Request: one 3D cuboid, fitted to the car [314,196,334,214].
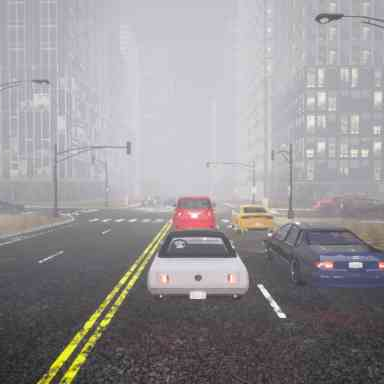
[{"bbox_3d":[16.439,1.332,36.515,5.566,2.045,2.150,1,1,1],"label":"car"}]

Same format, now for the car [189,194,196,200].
[{"bbox_3d":[0.098,1.430,91.955,1.812,1.442,4.674,0,0,0],"label":"car"}]

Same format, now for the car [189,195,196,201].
[{"bbox_3d":[0.087,1.446,82.154,1.812,1.442,4.674,0,0,0],"label":"car"}]

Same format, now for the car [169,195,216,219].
[{"bbox_3d":[0.119,1.211,18.059,2.150,2.045,5.566,0,0,0],"label":"car"}]

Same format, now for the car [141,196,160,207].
[{"bbox_3d":[-6.541,1.454,50.715,2.128,1.511,4.902,0,0,0],"label":"car"}]

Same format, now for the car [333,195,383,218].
[{"bbox_3d":[16.234,1.517,30.731,5.009,1.841,2.192,1,0,1],"label":"car"}]

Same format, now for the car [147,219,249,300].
[{"bbox_3d":[0.110,1.597,8.300,1.895,1.301,4.718,0,0,0],"label":"car"}]

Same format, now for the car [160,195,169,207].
[{"bbox_3d":[-3.285,1.526,51.149,1.994,1.385,4.181,0,0,0],"label":"car"}]

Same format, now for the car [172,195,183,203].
[{"bbox_3d":[-3.175,1.462,71.497,2.128,1.511,4.902,0,0,0],"label":"car"}]

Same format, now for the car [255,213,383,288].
[{"bbox_3d":[3.364,1.543,9.327,2.033,1.411,5.357,0,0,0],"label":"car"}]

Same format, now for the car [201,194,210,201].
[{"bbox_3d":[3.337,1.400,82.011,1.882,1.535,5.008,0,0,0],"label":"car"}]

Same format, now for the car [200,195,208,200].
[{"bbox_3d":[3.349,1.444,92.370,2.033,1.411,5.357,0,0,0],"label":"car"}]

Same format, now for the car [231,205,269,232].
[{"bbox_3d":[3.374,1.467,19.146,1.882,1.535,5.008,0,0,1],"label":"car"}]

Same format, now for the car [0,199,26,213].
[{"bbox_3d":[-19.357,1.406,33.943,4.181,1.385,1.994,1,1,1],"label":"car"}]

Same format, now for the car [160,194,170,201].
[{"bbox_3d":[-6.415,1.279,80.589,2.097,1.767,4.553,0,0,0],"label":"car"}]

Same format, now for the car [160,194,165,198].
[{"bbox_3d":[-6.490,1.429,60.389,1.882,1.535,5.008,0,0,-1],"label":"car"}]

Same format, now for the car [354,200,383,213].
[{"bbox_3d":[21.851,1.641,39.012,4.829,1.417,1.752,1,0,1],"label":"car"}]
